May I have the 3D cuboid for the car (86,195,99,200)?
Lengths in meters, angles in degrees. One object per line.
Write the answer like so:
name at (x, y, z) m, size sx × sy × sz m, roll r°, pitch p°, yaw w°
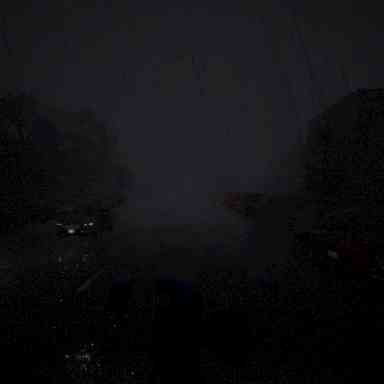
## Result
car at (-11.435, 1.343, 31.133) m, size 4.674 × 1.452 × 2.002 m, roll -1°, pitch 1°, yaw -20°

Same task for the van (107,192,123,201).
van at (-11.567, 1.044, 42.868) m, size 4.442 × 1.987 × 1.878 m, roll -1°, pitch 0°, yaw -20°

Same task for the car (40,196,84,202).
car at (-11.258, 1.325, 25.314) m, size 5.366 × 1.575 × 1.946 m, roll -1°, pitch 0°, yaw -20°

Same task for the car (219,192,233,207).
car at (6.395, 1.029, 36.975) m, size 5.566 × 2.045 × 2.435 m, roll 1°, pitch 0°, yaw -20°

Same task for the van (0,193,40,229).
van at (-11.531, 1.139, 19.313) m, size 4.442 × 1.987 × 1.878 m, roll -1°, pitch 1°, yaw -20°

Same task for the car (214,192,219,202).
car at (6.523, 1.252, 48.761) m, size 5.366 × 1.575 × 1.946 m, roll 1°, pitch 0°, yaw -20°

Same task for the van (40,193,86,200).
van at (-11.547, 1.093, 28.149) m, size 4.442 × 1.987 × 1.878 m, roll -1°, pitch 1°, yaw -20°

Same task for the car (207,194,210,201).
car at (6.141, 1.226, 63.297) m, size 5.366 × 1.575 × 1.946 m, roll 1°, pitch 0°, yaw -20°

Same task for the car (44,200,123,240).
car at (-5.121, 1.384, 16.546) m, size 2.128 × 1.511 × 4.902 m, roll 0°, pitch 0°, yaw 0°

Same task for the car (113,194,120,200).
car at (-11.457, 1.315, 39.973) m, size 4.674 × 1.452 × 2.002 m, roll -1°, pitch 0°, yaw -20°

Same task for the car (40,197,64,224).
car at (-11.419, 1.346, 22.304) m, size 4.892 × 1.521 × 2.231 m, roll -1°, pitch 1°, yaw -20°

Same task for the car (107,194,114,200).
car at (-11.450, 1.324, 37.027) m, size 4.674 × 1.452 × 2.002 m, roll -1°, pitch 0°, yaw -20°

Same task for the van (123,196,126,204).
van at (-11.355, 1.035, 45.902) m, size 4.442 × 1.987 × 1.878 m, roll -1°, pitch 0°, yaw -20°

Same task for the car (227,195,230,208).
car at (6.372, 1.330, 34.027) m, size 4.674 × 1.452 × 2.002 m, roll 1°, pitch 0°, yaw -20°

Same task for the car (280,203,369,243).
car at (6.406, 1.396, 13.495) m, size 4.892 × 1.521 × 2.231 m, roll 1°, pitch 1°, yaw -20°

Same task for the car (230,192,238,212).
car at (6.346, 1.174, 31.088) m, size 4.553 × 1.767 × 2.185 m, roll 1°, pitch 0°, yaw -20°

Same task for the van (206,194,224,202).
van at (6.217, 1.661, 89.760) m, size 4.442 × 1.987 × 1.878 m, roll 2°, pitch -4°, yaw -21°

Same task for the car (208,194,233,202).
car at (6.257, 1.273, 72.166) m, size 4.892 × 1.521 × 2.231 m, roll 1°, pitch -2°, yaw -20°

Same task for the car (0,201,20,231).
car at (-11.446, 1.410, 16.405) m, size 4.792 × 1.488 × 2.163 m, roll -1°, pitch 1°, yaw -20°

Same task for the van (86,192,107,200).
van at (-11.340, 1.066, 34.125) m, size 4.442 × 1.987 × 1.878 m, roll -1°, pitch 0°, yaw -20°

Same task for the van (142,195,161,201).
van at (-11.626, 1.808, 91.770) m, size 4.442 × 1.987 × 1.878 m, roll 1°, pitch -3°, yaw -21°

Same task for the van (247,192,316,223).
van at (6.283, 1.115, 22.250) m, size 4.442 × 1.987 × 1.878 m, roll 1°, pitch 1°, yaw -20°

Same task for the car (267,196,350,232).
car at (6.428, 1.252, 16.435) m, size 4.553 × 1.767 × 2.185 m, roll 1°, pitch 1°, yaw -20°

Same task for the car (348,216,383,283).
car at (6.418, 1.435, 7.623) m, size 4.892 × 1.521 × 2.231 m, roll 1°, pitch 1°, yaw -20°

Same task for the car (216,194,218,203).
car at (6.320, 1.287, 45.756) m, size 4.792 × 1.488 × 2.163 m, roll 1°, pitch 0°, yaw -20°

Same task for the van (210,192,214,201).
van at (6.220, 1.009, 60.382) m, size 4.442 × 1.987 × 1.878 m, roll 1°, pitch 0°, yaw -20°

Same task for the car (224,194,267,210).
car at (6.396, 1.145, 39.898) m, size 4.553 × 1.767 × 2.185 m, roll 1°, pitch 0°, yaw -20°

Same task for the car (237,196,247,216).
car at (6.376, 1.327, 25.230) m, size 5.008 × 1.535 × 2.097 m, roll 1°, pitch 0°, yaw -20°

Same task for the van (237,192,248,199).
van at (6.489, 1.089, 28.206) m, size 4.442 × 1.987 × 1.878 m, roll 1°, pitch 0°, yaw -20°

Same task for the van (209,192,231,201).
van at (6.356, 1.101, 75.134) m, size 4.442 × 1.987 × 1.878 m, roll 1°, pitch -2°, yaw -20°

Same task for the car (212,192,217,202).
car at (6.516, 1.243, 54.623) m, size 5.366 × 1.575 × 1.946 m, roll 1°, pitch 0°, yaw -20°

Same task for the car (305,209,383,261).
car at (6.376, 1.444, 10.549) m, size 4.792 × 1.488 × 2.163 m, roll 1°, pitch 1°, yaw -20°
